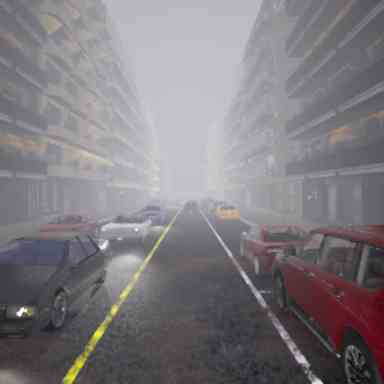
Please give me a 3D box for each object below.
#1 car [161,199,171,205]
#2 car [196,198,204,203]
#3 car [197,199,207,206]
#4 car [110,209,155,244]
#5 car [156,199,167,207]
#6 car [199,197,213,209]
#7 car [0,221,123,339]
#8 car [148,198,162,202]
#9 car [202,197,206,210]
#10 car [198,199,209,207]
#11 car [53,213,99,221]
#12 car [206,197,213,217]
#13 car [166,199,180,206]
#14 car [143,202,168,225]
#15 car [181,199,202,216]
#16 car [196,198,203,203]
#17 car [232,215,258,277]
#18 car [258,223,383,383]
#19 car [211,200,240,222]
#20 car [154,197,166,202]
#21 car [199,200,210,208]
[{"bbox_3d":[-6.169,2.274,78.311,1.947,1.339,4.313,-1,0,0],"label":"car"},{"bbox_3d":[2.142,2.343,89.749,1.947,1.339,4.313,-1,0,0],"label":"car"},{"bbox_3d":[2.218,2.204,72.756,1.947,1.339,4.313,-1,0,0],"label":"car"},{"bbox_3d":[-3.181,1.766,16.811,1.895,1.301,4.718,0,-1,0],"label":"car"},{"bbox_3d":[-6.100,2.159,66.981,1.887,1.381,4.507,-1,0,0],"label":"car"},{"bbox_3d":[2.312,1.811,55.767,2.192,1.841,5.009,-1,0,0],"label":"car"},{"bbox_3d":[-3.128,1.626,7.239,2.033,1.411,5.357,0,-1,0],"label":"car"},{"bbox_3d":[-5.995,2.015,49.989,1.887,1.381,4.507,-1,0,0],"label":"car"},{"bbox_3d":[2.347,1.762,50.101,2.192,1.841,5.009,-1,0,0],"label":"car"},{"bbox_3d":[2.247,2.136,67.093,1.887,1.381,4.507,-1,0,0],"label":"car"},{"bbox_3d":[-5.786,1.710,16.004,1.887,1.381,4.507,-1,-1,0],"label":"car"},{"bbox_3d":[2.908,1.672,35.847,2.097,1.767,4.553,0,-1,0],"label":"car"},{"bbox_3d":[-3.404,2.109,66.686,2.128,1.511,4.902,0,0,0],"label":"car"},{"bbox_3d":[-3.209,1.781,26.838,1.812,1.442,4.674,0,-1,0],"label":"car"},{"bbox_3d":[-0.117,1.851,37.818,1.837,1.490,4.892,0,0,0],"label":"car"},{"bbox_3d":[2.105,2.374,95.414,2.008,1.369,4.403,-1,0,0],"label":"car"},{"bbox_3d":[2.596,1.636,10.452,1.887,1.381,4.507,-1,-1,0],"label":"car"},{"bbox_3d":[2.626,1.354,4.790,2.192,1.841,5.009,-1,-1,0],"label":"car"},{"bbox_3d":[2.987,1.715,29.065,1.801,1.575,5.366,0,-1,0],"label":"car"},{"bbox_3d":[-6.035,1.834,55.654,2.192,1.841,5.009,-1,0,0],"label":"car"},{"bbox_3d":[2.282,2.110,61.428,1.947,1.339,4.313,-1,0,0],"label":"car"}]
